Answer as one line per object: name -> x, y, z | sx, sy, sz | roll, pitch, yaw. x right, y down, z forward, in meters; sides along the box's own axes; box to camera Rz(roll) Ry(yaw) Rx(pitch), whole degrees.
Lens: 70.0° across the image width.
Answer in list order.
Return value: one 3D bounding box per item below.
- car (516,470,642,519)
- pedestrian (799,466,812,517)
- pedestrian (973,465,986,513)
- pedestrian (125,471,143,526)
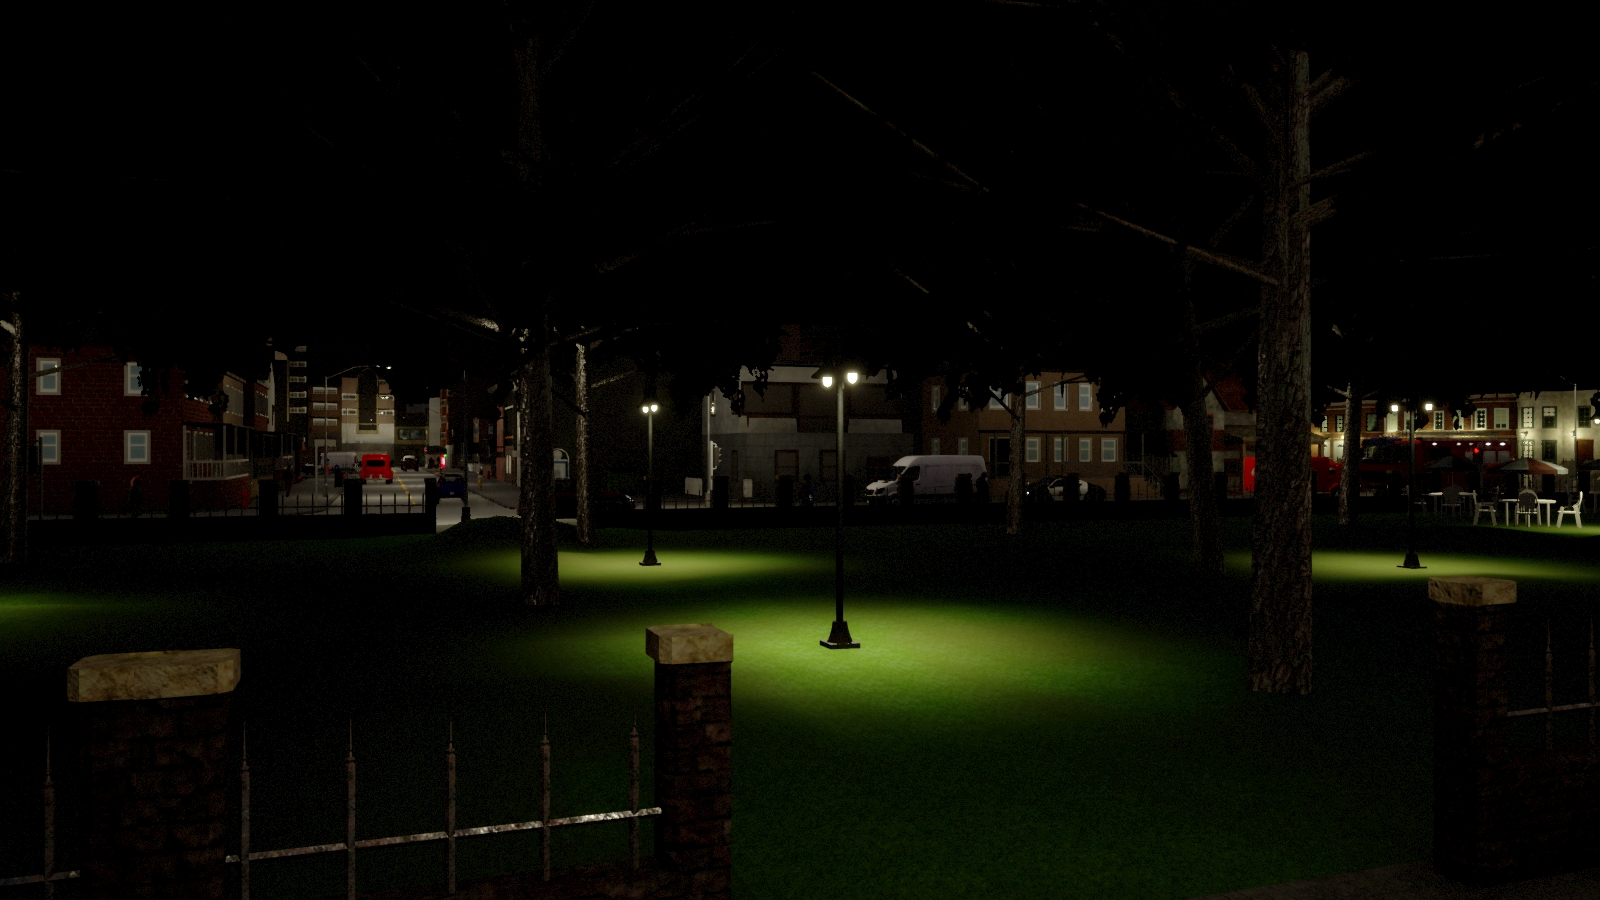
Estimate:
car -> -8.641, 1.686, 44.620 | 4.553, 1.767, 2.097 | 0, 0, -20
pedestrian -> 0.196, 1.525, 42.186 | 0.375, 1.860, 0.375 | 0, 0, -20
pedestrian -> 7.029, 1.525, 44.681 | 0.375, 1.860, 0.375 | 0, 0, -19
pedestrian -> -22.477, 1.628, 38.547 | 0.375, 1.860, 0.375 | 0, 0, 12
